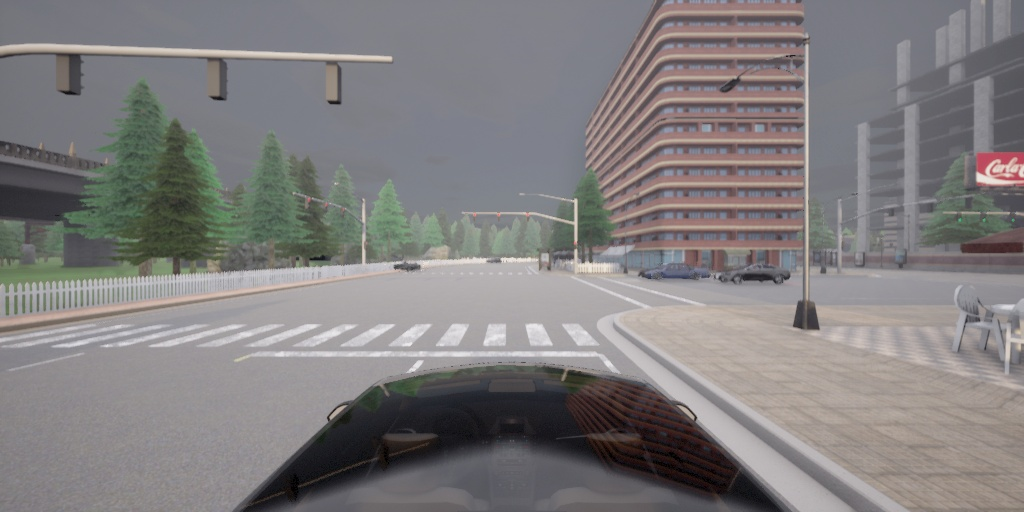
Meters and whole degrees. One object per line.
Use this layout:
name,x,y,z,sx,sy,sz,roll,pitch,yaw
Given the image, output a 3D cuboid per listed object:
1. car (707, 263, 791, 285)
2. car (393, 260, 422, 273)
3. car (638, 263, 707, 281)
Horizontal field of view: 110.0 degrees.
car,17.313,1.255,25.939,4.902,1.511,2.128,0,0,1
car,-12.565,1.196,43.122,1.895,1.301,4.718,5,1,6
car,13.262,1.304,29.480,5.357,1.411,2.033,0,0,0
